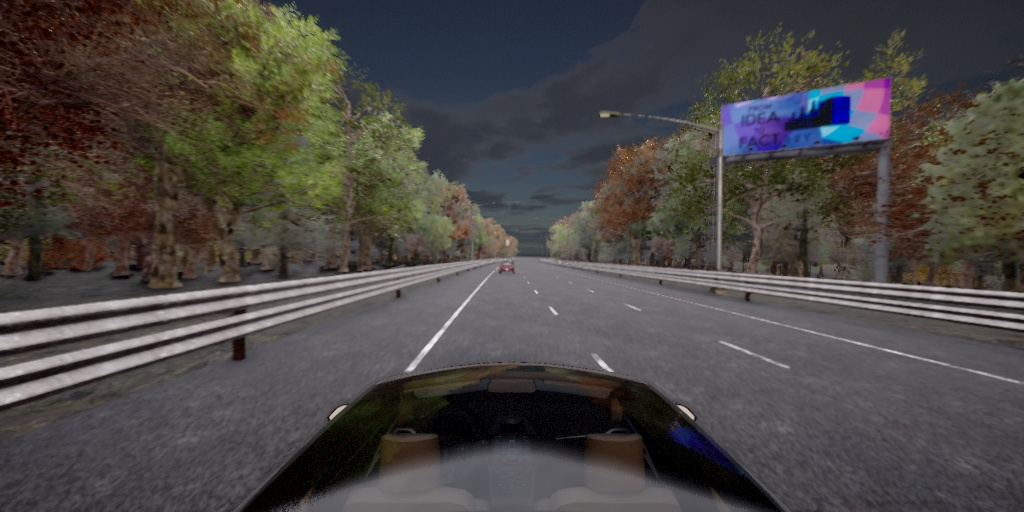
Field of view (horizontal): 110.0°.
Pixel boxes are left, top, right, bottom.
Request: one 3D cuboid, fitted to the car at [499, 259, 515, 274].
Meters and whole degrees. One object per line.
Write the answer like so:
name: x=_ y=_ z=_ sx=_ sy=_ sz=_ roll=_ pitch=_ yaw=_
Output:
car: x=-0.596 y=1.395 z=44.390 sx=1.812 sy=1.442 sz=4.674 roll=1 pitch=0 yaw=0
